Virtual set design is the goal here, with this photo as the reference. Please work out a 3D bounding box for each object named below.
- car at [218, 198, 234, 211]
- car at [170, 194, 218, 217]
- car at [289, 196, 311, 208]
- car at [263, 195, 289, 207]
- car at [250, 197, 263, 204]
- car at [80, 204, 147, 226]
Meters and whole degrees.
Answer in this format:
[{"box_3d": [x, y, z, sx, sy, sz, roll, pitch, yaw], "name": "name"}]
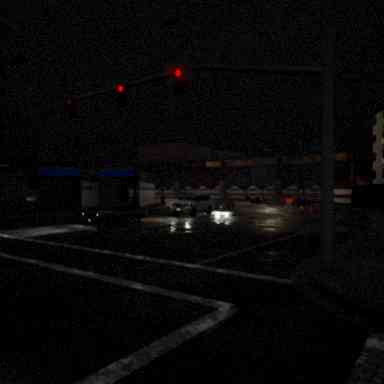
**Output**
[{"box_3d": [4.034, 1.469, 41.126, 2.128, 1.511, 4.902, 0, 0, 15], "name": "car"}, {"box_3d": [0.110, 1.191, 31.840, 2.150, 2.045, 5.566, 0, 0, 29], "name": "car"}, {"box_3d": [16.282, 1.546, 49.628, 1.812, 1.442, 4.674, 0, 0, 4], "name": "car"}, {"box_3d": [12.960, 1.552, 51.811, 2.033, 1.411, 5.357, 0, 0, 2], "name": "car"}, {"box_3d": [12.207, 1.556, 61.014, 1.994, 1.385, 4.181, 0, 0, -12], "name": "car"}, {"box_3d": [-5.457, 1.556, 23.575, 1.895, 1.301, 4.718, 0, 0, 35], "name": "car"}]
